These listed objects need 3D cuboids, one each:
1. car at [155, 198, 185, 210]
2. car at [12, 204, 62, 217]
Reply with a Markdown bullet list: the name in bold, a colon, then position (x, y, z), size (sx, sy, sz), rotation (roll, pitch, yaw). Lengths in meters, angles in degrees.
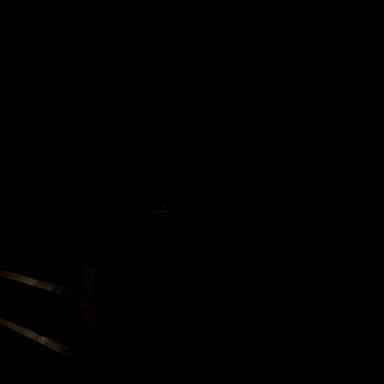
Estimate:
- **car**: position (-3.452, 1.947, 53.494), size (2.150, 2.045, 5.566), rotation (-1, -2, 36)
- **car**: position (-16.503, 1.951, 35.587), size (1.895, 1.301, 4.718), rotation (-1, -1, 36)
